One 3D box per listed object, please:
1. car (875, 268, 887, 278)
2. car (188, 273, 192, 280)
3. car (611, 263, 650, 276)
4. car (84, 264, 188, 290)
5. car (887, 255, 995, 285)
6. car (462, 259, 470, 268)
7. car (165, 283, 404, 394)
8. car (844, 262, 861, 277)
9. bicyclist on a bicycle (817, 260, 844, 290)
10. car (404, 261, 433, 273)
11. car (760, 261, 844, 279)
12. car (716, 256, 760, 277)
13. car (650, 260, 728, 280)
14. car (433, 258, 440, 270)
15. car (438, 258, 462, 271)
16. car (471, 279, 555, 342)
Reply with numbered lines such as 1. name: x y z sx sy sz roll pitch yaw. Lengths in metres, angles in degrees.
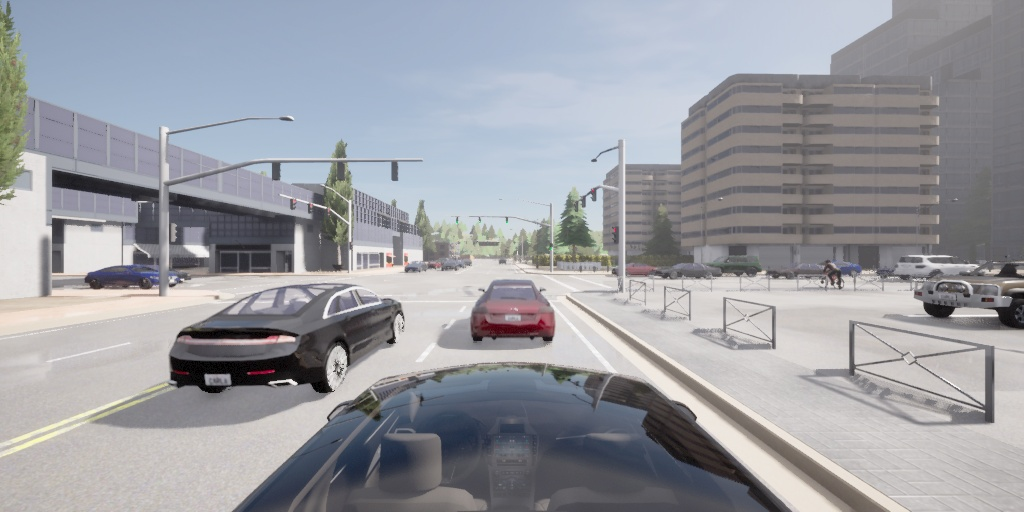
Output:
1. car: 35.172 1.351 31.675 4.718 1.301 1.895 0 0 -2
2. car: -26.174 1.297 25.513 5.357 1.411 2.033 0 0 -1
3. car: 11.749 1.314 34.495 4.181 1.385 1.994 0 0 -2
4. car: -23.328 1.276 22.079 4.674 1.442 1.812 0 0 -1
5. car: 33.268 0.971 27.934 5.566 2.045 2.150 0 0 -2
6. car: -8.621 1.297 59.155 2.033 1.411 5.357 0 0 -1
7. car: -3.473 1.242 6.656 2.128 1.511 4.902 0 0 0
8. car: 31.118 1.228 35.064 5.008 1.535 1.882 0 0 -2
9. bicyclist on a bicycle: 17.929 1.052 20.189 0.582 1.620 1.656 0 0 -2
10. car: -11.761 1.297 44.403 2.033 1.411 5.357 0 0 -1
11. car: 25.309 1.297 31.395 5.357 1.411 2.033 0 0 -2
12. car: 21.093 0.972 34.774 5.566 2.045 2.150 0 0 -2
13. car: 15.239 1.297 31.097 5.357 1.411 2.033 0 0 -2
14. car: -11.996 1.351 53.988 1.895 1.301 4.718 0 0 -1
15. car: -8.358 1.314 48.858 1.994 1.385 4.181 0 0 -2
16. car: 0.010 1.314 9.810 1.994 1.385 4.181 0 0 0
